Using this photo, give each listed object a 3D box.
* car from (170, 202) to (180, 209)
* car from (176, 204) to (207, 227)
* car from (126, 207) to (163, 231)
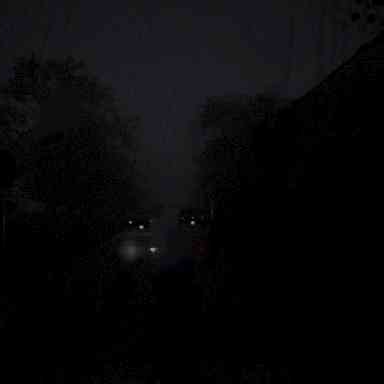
[{"bbox_3d":[-3.087,2.528,62.809,2.033,1.411,5.357,0,-2,0],"label":"car"},{"bbox_3d":[0.044,1.741,23.950,1.895,1.301,4.718,0,-1,0],"label":"car"},{"bbox_3d":[-2.896,1.662,21.671,2.033,1.411,5.357,0,-1,0],"label":"car"}]
